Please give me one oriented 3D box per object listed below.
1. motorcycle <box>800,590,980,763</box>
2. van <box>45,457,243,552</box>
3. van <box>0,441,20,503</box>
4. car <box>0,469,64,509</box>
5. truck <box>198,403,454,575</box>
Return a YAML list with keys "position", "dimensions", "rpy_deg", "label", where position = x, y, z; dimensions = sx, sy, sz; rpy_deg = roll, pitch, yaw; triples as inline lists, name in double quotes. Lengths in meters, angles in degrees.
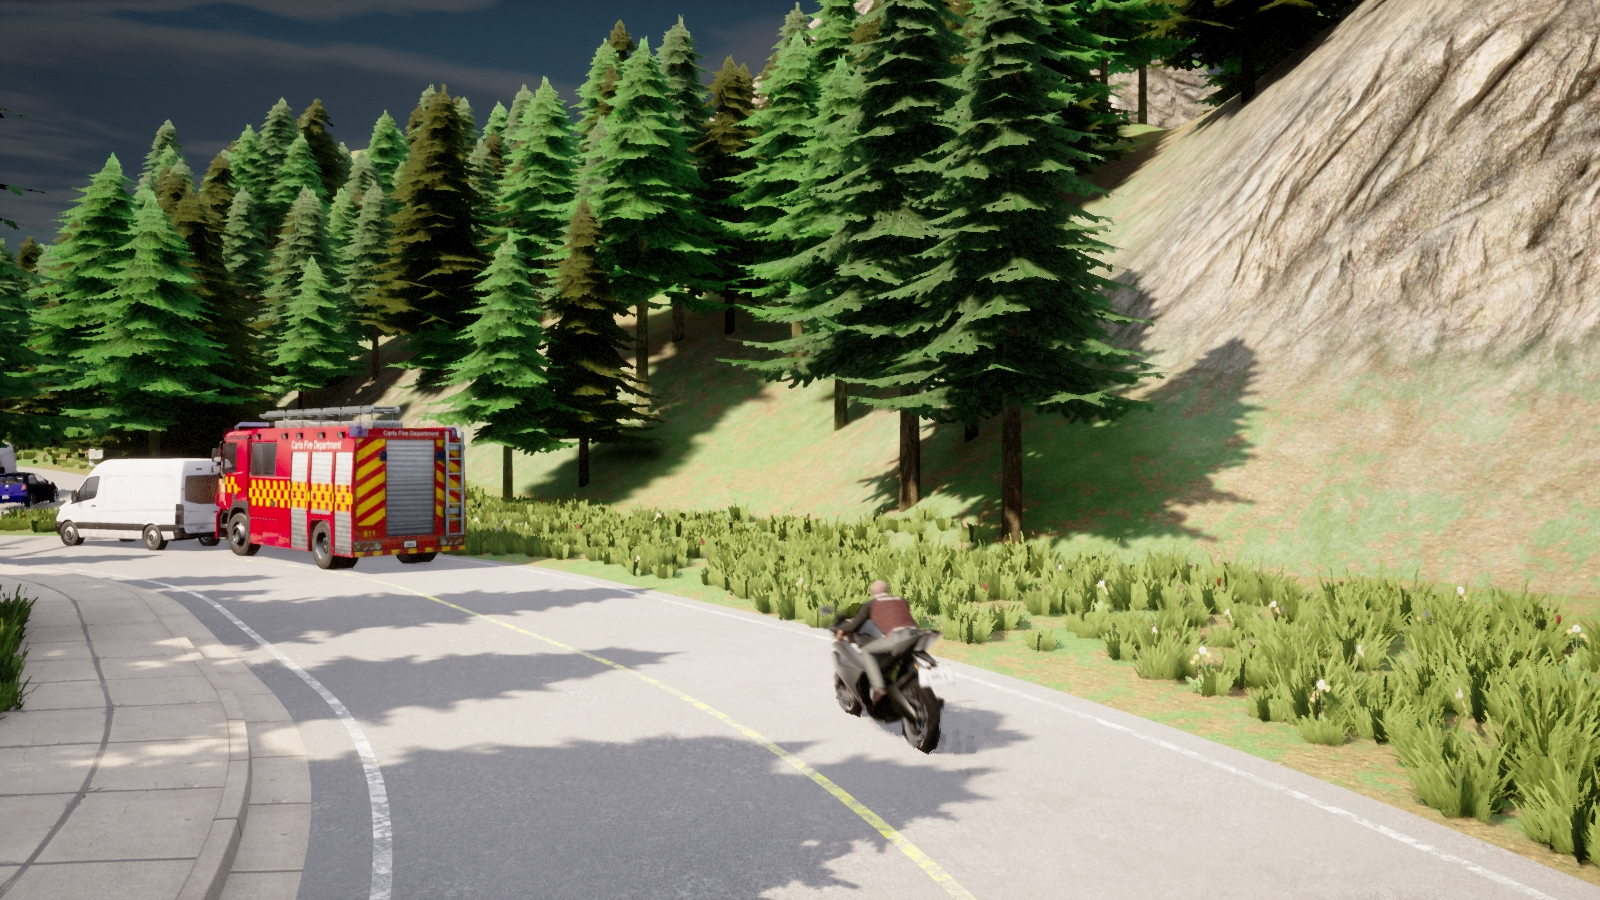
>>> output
- position: [0.836, 2.178, 11.440]
  dimensions: [0.867, 1.251, 2.209]
  rpy_deg: [-1, 0, -23]
  label: "motorcycle"
- position: [-19.222, 1.508, 33.432]
  dimensions: [5.915, 2.561, 1.988]
  rpy_deg: [0, 0, 25]
  label: "van"
- position: [-38.691, 1.028, 54.095]
  dimensions: [1.988, 2.561, 5.915]
  rpy_deg: [-1, 4, -26]
  label: "van"
- position: [-34.815, 1.718, 51.302]
  dimensions: [1.845, 1.501, 3.633]
  rpy_deg: [0, 2, -13]
  label: "car"
- position: [-12.411, 0.864, 29.405]
  dimensions: [8.468, 3.827, 2.891]
  rpy_deg: [0, 0, 43]
  label: "truck"
